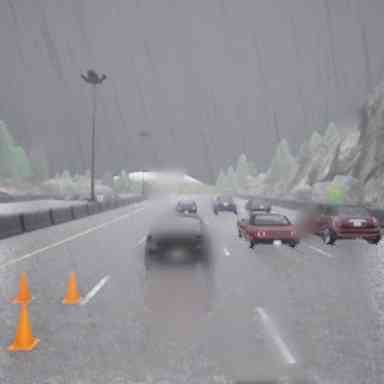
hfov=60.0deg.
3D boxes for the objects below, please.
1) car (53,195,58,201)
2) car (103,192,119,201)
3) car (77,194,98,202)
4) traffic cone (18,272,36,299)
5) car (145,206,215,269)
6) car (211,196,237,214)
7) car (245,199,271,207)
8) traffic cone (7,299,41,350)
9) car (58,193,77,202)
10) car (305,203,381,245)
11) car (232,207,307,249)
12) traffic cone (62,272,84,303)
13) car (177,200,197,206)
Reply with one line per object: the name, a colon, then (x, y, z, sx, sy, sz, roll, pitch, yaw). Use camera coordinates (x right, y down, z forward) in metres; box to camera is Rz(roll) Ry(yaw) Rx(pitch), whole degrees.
car: (-25.277, 0.959, 64.885, 2.033, 1.411, 5.357, 0, 1, 0)
car: (-14.787, 0.805, 60.880, 2.097, 1.767, 4.553, 0, 1, 0)
car: (-18.278, 1.041, 59.270, 1.994, 1.385, 4.181, 0, 1, 0)
traffic cone: (-3.464, 1.947, 6.876, 0.340, 0.580, 0.340, 0, 0, -1)
car: (-0.375, 1.445, 11.029, 1.882, 1.535, 5.008, 0, 0, 0)
car: (3.008, 1.135, 31.904, 2.097, 1.767, 4.553, 0, 1, 0)
car: (6.502, 1.329, 33.018, 1.994, 1.385, 4.181, 0, 1, 0)
traffic cone: (-2.454, 1.950, 4.881, 0.340, 0.580, 0.340, 0, 0, 0)
car: (-21.778, 0.966, 60.351, 2.128, 1.511, 4.902, 0, 1, 0)
car: (6.600, 1.285, 15.420, 2.097, 1.767, 4.553, 0, 0, 0)
car: (3.106, 1.546, 14.356, 1.895, 1.301, 4.718, 0, 0, 0)
traffic cone: (-2.465, 1.946, 6.881, 0.340, 0.580, 0.340, 0, 0, 0)
car: (-0.484, 1.405, 30.544, 1.895, 1.301, 4.718, 0, 1, 0)
